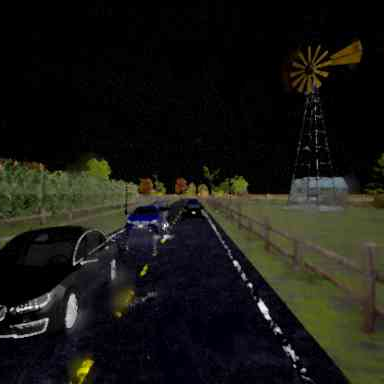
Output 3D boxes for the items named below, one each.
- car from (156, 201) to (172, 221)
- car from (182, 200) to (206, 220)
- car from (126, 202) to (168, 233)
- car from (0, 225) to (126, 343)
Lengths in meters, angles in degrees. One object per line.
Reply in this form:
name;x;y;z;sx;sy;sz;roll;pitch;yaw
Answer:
car;-2.692;1.550;28.329;2.128;1.511;4.902;0;0;0
car;0.141;1.626;28.505;1.994;1.385;4.181;0;0;0
car;-2.711;1.564;19.973;1.812;1.442;4.674;0;0;0
car;-2.833;1.516;6.819;1.837;1.490;4.892;0;0;0
